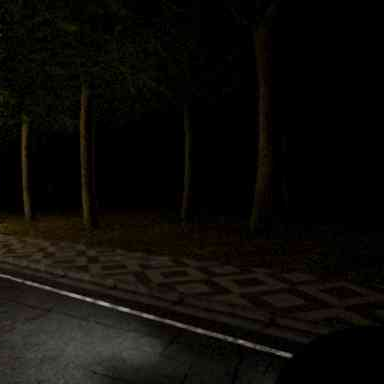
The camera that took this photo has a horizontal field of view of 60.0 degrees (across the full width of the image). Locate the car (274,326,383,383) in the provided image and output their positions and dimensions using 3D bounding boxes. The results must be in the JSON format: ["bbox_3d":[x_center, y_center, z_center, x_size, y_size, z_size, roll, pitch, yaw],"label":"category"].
[{"bbox_3d":[2.797,1.476,1.566,4.902,1.511,2.128,-1,0,36],"label":"car"}]
